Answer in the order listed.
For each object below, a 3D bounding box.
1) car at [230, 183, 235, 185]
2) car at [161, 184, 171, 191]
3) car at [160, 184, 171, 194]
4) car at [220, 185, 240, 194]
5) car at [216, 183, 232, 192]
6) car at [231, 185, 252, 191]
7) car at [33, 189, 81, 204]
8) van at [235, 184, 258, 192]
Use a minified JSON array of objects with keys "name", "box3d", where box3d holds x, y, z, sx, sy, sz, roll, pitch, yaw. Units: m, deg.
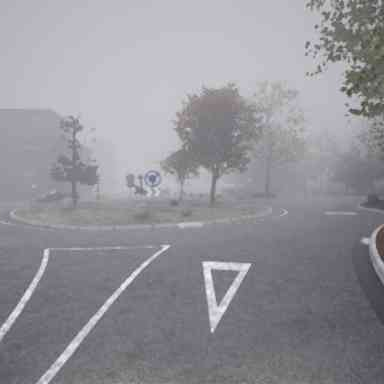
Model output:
[{"name":"car","box3d":[12.399,-0.824,81.223,5.366,1.575,1.946,0,3,-3]},{"name":"car","box3d":[-6.277,-1.101,80.657,2.097,1.767,4.553,0,2,-3]},{"name":"car","box3d":[-5.172,-0.311,60.862,1.812,1.442,4.674,0,2,-4]},{"name":"car","box3d":[7.919,-0.204,69.429,1.895,1.301,4.718,0,1,-11]},{"name":"car","box3d":[7.609,-0.685,78.869,1.812,1.442,4.674,0,3,-3]},{"name":"car","box3d":[12.478,-0.923,84.003,4.792,1.488,2.163,0,3,-3]},{"name":"car","box3d":[-13.573,0.446,33.738,1.812,1.442,4.674,0,1,38]},{"name":"van","box3d":[12.739,-0.785,75.678,4.442,1.987,1.878,0,3,-3]}]
